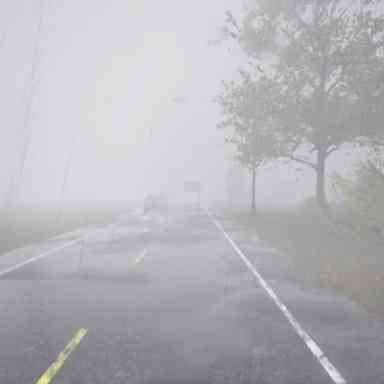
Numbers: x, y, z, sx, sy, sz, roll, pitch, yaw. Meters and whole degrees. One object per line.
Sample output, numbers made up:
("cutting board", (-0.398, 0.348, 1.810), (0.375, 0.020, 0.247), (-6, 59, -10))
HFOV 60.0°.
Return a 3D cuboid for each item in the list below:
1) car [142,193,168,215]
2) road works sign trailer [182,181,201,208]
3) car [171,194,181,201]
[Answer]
("car", (-3.600, 1.145, 33.622), (2.150, 2.045, 5.566), (0, 0, 0))
("road works sign trailer", (-0.004, 0.371, 44.886), (2.380, 3.560, 2.880), (0, 0, 0))
("car", (-3.507, 1.296, 74.630), (1.837, 1.490, 4.892), (0, 0, 0))
